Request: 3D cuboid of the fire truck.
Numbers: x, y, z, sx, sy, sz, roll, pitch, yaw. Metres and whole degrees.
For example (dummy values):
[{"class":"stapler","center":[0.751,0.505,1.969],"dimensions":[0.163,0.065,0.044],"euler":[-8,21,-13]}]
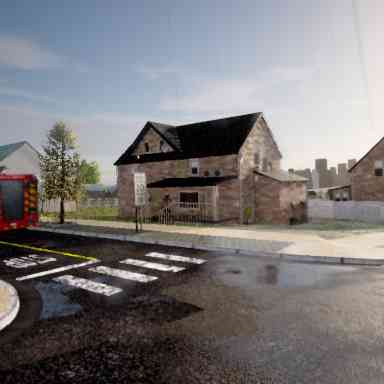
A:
[{"class":"fire truck","center":[-12.930,0.500,20.441],"dimensions":[8.468,3.827,2.891],"euler":[-1,2,37]}]
